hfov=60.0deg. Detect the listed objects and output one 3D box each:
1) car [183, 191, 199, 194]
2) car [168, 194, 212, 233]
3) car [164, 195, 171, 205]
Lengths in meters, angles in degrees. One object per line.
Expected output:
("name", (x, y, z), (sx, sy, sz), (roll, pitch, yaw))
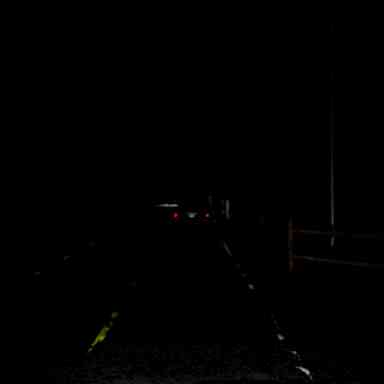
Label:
("car", (-0.136, 0.876, 37.425), (2.150, 2.045, 5.566), (0, 0, 0))
("car", (-0.024, 1.180, 18.583), (2.097, 1.767, 4.553), (0, 0, 0))
("car", (-3.060, 1.115, 49.241), (2.033, 1.411, 5.357), (0, 1, 0))
